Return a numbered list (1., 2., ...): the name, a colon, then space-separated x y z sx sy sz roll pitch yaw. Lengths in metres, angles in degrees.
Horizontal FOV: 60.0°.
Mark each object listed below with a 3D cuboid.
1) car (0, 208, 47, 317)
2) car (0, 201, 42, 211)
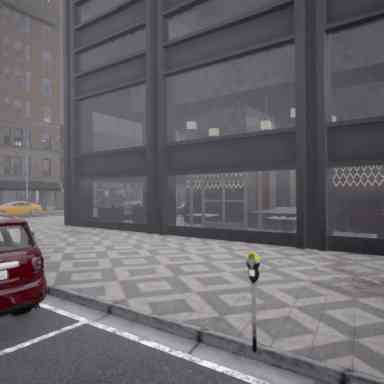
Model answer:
1. car: -4.778 1.316 6.267 5.009 1.841 2.192 0 -1 35
2. car: -17.331 1.653 32.509 1.882 1.535 5.008 -1 -1 36
